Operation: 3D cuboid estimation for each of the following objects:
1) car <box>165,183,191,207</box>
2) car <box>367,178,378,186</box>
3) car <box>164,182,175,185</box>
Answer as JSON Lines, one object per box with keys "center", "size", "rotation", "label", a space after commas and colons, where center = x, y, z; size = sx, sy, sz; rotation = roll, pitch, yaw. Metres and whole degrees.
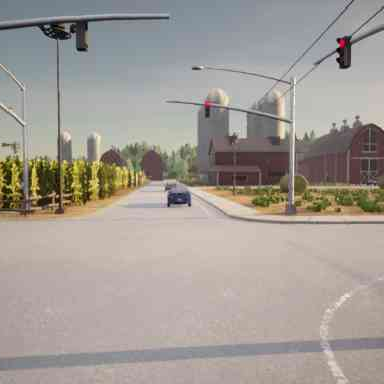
{"center": [-1.127, 0.332, 27.659], "size": [1.882, 1.535, 5.008], "rotation": [0, 3, -5], "label": "car"}
{"center": [42.328, -2.370, 77.602], "size": [1.905, 1.878, 3.866], "rotation": [10, 10, 41], "label": "car"}
{"center": [-3.369, -0.839, 52.889], "size": [2.128, 1.511, 4.902], "rotation": [0, 3, -5], "label": "car"}
